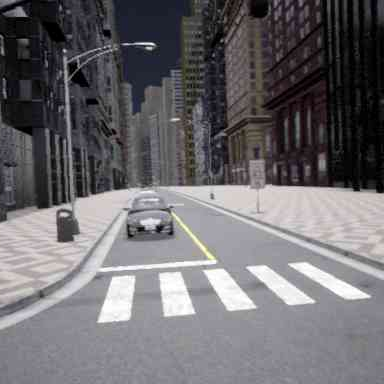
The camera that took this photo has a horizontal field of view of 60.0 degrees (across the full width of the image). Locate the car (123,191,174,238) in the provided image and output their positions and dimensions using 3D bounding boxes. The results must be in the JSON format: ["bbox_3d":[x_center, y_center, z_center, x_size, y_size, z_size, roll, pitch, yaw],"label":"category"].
[{"bbox_3d":[-1.888,0.956,14.606,2.128,1.511,4.902,-3,2,-8],"label":"car"}]

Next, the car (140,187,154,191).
[{"bbox_3d":[-3.281,0.654,24.328,1.812,1.442,4.674,-2,2,-7],"label":"car"}]

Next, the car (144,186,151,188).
[{"bbox_3d":[-4.675,0.289,34.509,1.837,1.490,4.892,-3,2,-8],"label":"car"}]
